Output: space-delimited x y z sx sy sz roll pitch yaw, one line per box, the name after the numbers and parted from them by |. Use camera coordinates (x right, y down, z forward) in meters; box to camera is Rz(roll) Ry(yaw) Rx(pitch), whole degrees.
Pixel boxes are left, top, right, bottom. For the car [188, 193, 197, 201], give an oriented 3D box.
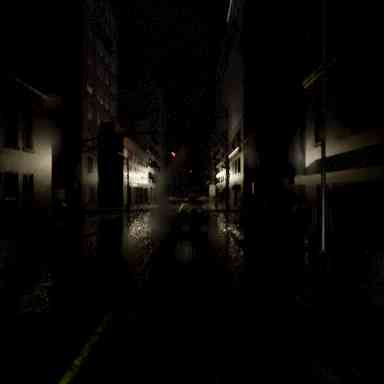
0.020 1.322 75.580 1.812 1.442 4.674 0 0 0 | car

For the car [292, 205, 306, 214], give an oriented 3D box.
12.431 1.445 32.987 4.829 1.417 1.752 0 0 1 | car

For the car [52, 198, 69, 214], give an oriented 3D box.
-14.593 1.352 33.276 4.097 1.590 1.967 0 0 1 | car

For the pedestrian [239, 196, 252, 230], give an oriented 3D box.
2.869 1.106 17.943 0.375 1.860 0.375 0 0 0 | pedestrian

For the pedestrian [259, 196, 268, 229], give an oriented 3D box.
4.023 1.104 18.543 0.375 1.860 0.375 0 0 0 | pedestrian

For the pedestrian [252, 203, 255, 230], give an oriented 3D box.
3.278 1.102 19.144 0.375 1.860 0.375 0 0 0 | pedestrian

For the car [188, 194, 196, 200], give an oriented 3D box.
0.022 1.152 85.582 1.837 1.490 4.892 0 0 0 | car
